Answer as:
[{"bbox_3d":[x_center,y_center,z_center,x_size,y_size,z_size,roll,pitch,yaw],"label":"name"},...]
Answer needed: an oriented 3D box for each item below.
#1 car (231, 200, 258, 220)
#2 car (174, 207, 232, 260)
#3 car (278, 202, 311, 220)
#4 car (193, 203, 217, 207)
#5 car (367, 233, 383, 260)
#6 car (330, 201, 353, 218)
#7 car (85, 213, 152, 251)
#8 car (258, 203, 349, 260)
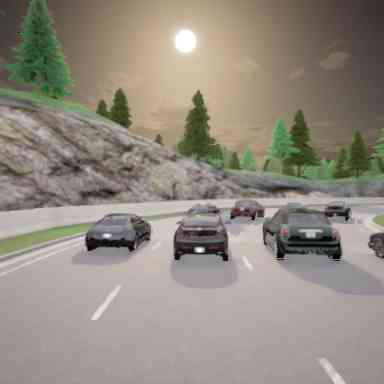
[{"bbox_3d":[4.984,1.433,29.021,2.097,1.767,4.553,0,0,25],"label":"car"},{"bbox_3d":[0.434,1.541,12.672,1.837,1.490,4.892,0,0,5],"label":"car"},{"bbox_3d":[9.206,1.647,29.683,1.994,1.385,4.181,0,0,29],"label":"car"},{"bbox_3d":[1.214,1.648,29.881,1.994,1.385,4.181,0,0,24],"label":"car"},{"bbox_3d":[7.203,1.574,9.592,2.033,1.411,5.357,0,0,2],"label":"car"},{"bbox_3d":[12.824,1.586,29.047,1.837,1.490,4.892,-1,-1,30],"label":"car"},{"bbox_3d":[-3.018,1.605,14.450,1.994,1.385,4.181,0,0,5],"label":"car"},{"bbox_3d":[3.970,1.389,12.733,2.097,1.767,4.553,0,0,5],"label":"car"}]
